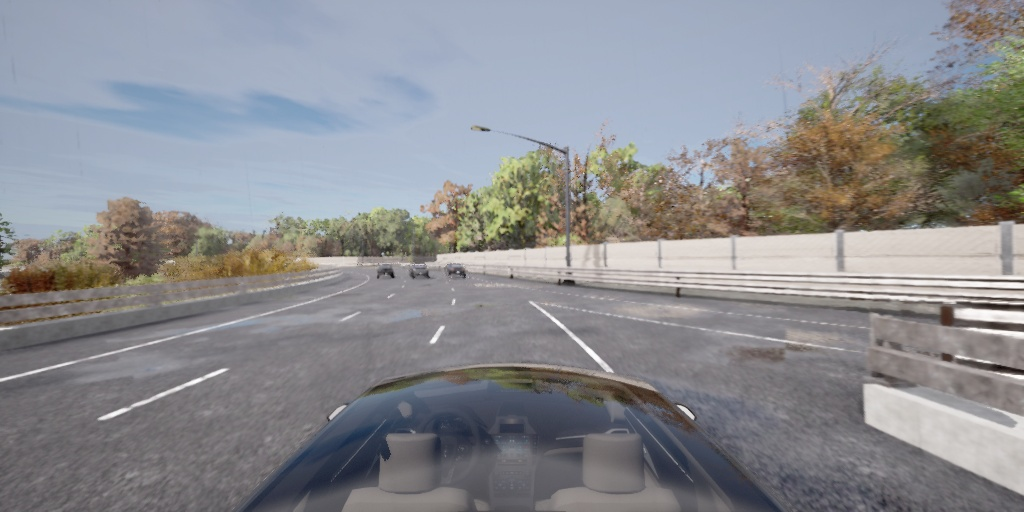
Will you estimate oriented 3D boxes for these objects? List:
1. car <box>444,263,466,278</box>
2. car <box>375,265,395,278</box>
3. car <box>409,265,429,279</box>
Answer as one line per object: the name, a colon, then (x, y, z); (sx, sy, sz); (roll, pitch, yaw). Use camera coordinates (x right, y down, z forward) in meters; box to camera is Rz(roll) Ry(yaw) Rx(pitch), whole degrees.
car: (-6.158, 1.536, 38.746); (1.812, 1.442, 4.674); (3, -2, -17)
car: (-14.924, 1.784, 42.185); (1.837, 1.490, 4.892); (0, -1, -22)
car: (-10.526, 1.707, 40.513); (2.128, 1.511, 4.902); (0, -1, -20)
